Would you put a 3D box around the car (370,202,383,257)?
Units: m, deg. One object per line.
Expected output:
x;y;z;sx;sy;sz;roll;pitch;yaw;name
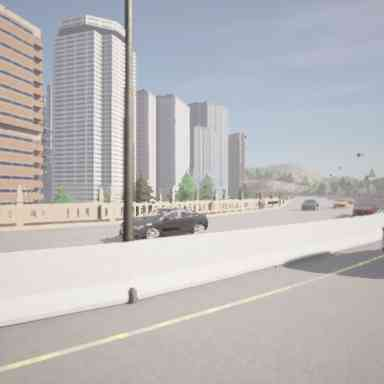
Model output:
7.967;1.283;10.668;5.566;2.045;2.150;0;0;-43;car

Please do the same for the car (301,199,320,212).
15.598;1.742;43.749;1.837;1.490;4.892;0;0;28;car

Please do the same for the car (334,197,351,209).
22.552;1.753;50.315;1.882;1.535;5.008;0;0;23;car

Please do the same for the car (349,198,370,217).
16.991;1.658;32.447;1.882;1.535;5.008;0;0;33;car

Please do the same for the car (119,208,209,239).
-1.277;1.577;16.744;4.902;1.511;2.128;0;0;-42;car
